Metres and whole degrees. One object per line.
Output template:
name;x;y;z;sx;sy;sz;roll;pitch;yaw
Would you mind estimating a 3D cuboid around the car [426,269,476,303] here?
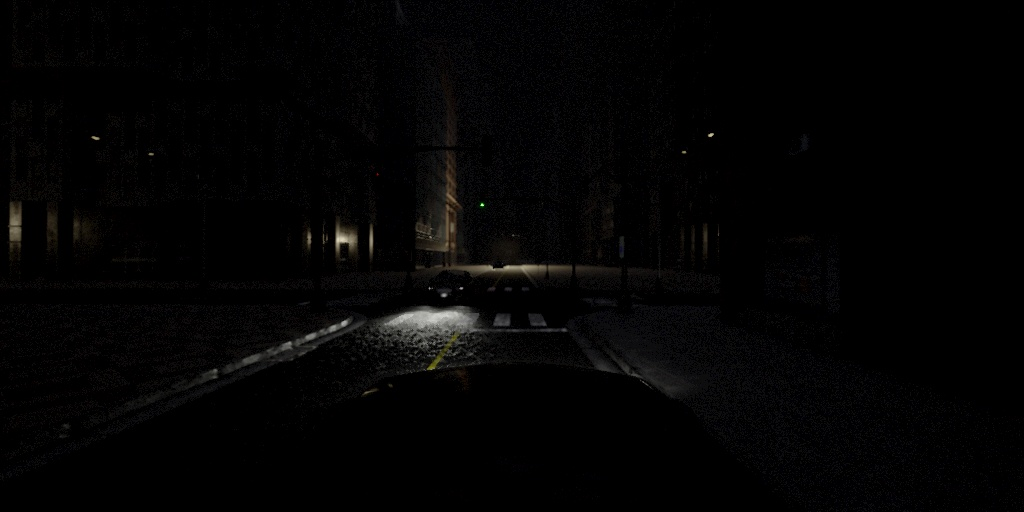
car;-2.908;1.436;17.846;2.128;1.511;4.902;0;0;0
